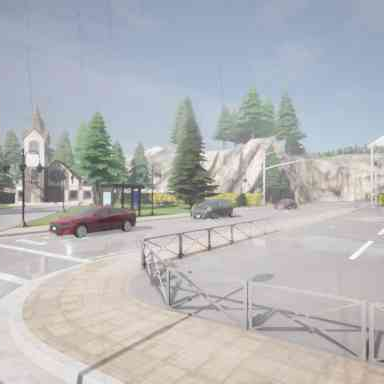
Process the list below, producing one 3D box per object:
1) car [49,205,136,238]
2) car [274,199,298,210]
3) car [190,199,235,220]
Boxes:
[{"bbox_3d":[-5.228,1.494,18.122,1.882,1.535,5.008,0,0,35],"label":"car"},{"bbox_3d":[12.249,1.585,43.039,1.812,1.442,4.674,0,0,35],"label":"car"},{"bbox_3d":[1.768,1.369,28.156,2.097,1.767,4.553,0,0,35],"label":"car"}]
